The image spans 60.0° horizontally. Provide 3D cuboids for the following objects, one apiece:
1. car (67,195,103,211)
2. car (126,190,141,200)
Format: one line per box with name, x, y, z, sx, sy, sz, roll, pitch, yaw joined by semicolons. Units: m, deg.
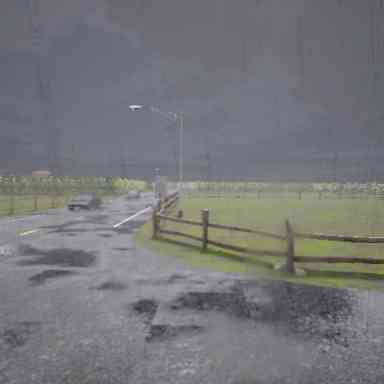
car;-9.640;0.946;30.478;2.033;1.411;5.357;0;1;0
car;-9.661;0.475;55.362;1.812;1.442;4.674;0;1;0
